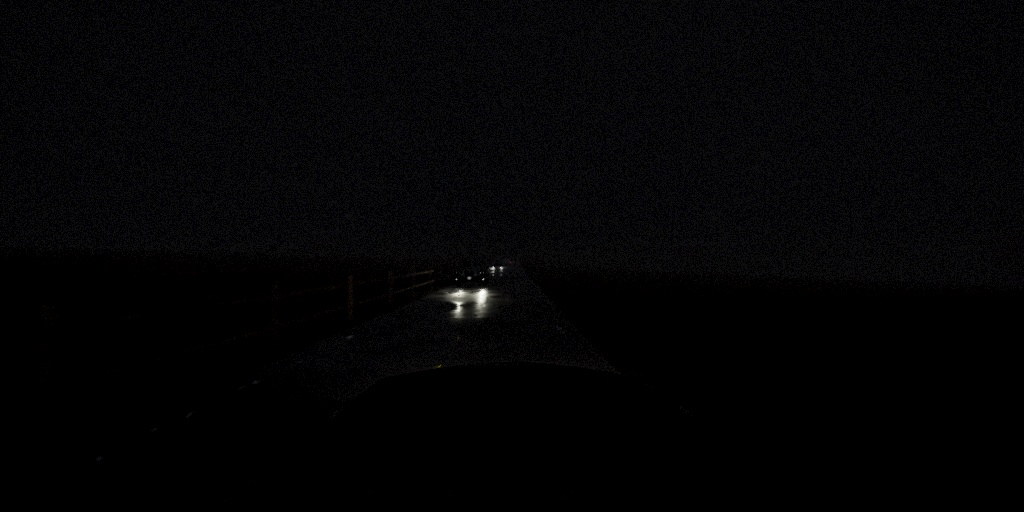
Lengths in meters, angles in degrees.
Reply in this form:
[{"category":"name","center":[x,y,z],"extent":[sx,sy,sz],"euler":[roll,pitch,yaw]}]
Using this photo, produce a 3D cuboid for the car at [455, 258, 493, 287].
[{"category":"car","center":[-2.863,1.140,26.812],"extent":[2.150,2.045,5.566],"euler":[0,0,0]}]
